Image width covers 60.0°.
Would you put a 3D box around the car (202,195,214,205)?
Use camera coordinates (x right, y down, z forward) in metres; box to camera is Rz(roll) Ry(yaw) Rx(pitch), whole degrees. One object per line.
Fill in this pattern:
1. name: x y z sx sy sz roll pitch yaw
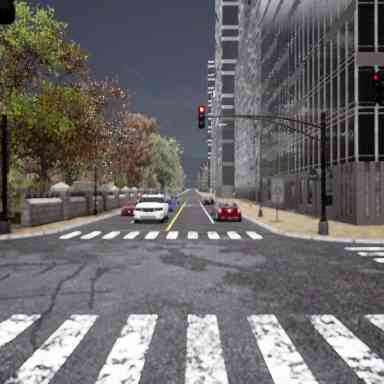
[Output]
1. car: 2.832 1.418 60.374 1.967 1.590 4.097 0 0 0

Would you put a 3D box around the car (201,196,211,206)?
1. car: 2.818 1.549 54.693 1.947 1.339 4.313 0 0 0

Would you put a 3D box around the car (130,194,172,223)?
1. car: -3.043 1.216 25.769 2.150 2.045 5.566 0 0 0

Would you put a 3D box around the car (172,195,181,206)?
1. car: -2.927 1.335 54.385 2.097 1.767 4.553 0 0 1

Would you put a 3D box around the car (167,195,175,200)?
1. car: -5.484 1.506 88.817 1.802 1.307 4.206 0 0 0

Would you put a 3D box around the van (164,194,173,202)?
1. van: -5.509 1.291 77.450 1.690 1.788 3.998 0 0 0

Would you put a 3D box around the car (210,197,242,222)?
1. car: 2.753 1.434 26.288 1.967 1.590 4.097 0 0 0

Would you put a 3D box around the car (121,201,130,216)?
1. car: -5.615 1.538 31.985 1.887 1.381 4.507 0 0 0

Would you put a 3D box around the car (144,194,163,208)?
1. car: -5.575 1.303 49.034 2.192 1.841 5.009 0 0 0

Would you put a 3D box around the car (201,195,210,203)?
1. car: 2.858 1.486 71.910 1.752 1.417 4.829 0 0 0

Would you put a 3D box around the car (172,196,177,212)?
1. car: -3.010 1.517 37.596 1.812 1.442 4.674 0 0 0

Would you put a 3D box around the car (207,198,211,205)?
1. car: 2.766 1.559 31.969 1.947 1.339 4.313 0 0 0

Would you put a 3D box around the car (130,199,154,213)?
1. car: -5.602 1.543 37.668 2.008 1.369 4.403 0 0 0
